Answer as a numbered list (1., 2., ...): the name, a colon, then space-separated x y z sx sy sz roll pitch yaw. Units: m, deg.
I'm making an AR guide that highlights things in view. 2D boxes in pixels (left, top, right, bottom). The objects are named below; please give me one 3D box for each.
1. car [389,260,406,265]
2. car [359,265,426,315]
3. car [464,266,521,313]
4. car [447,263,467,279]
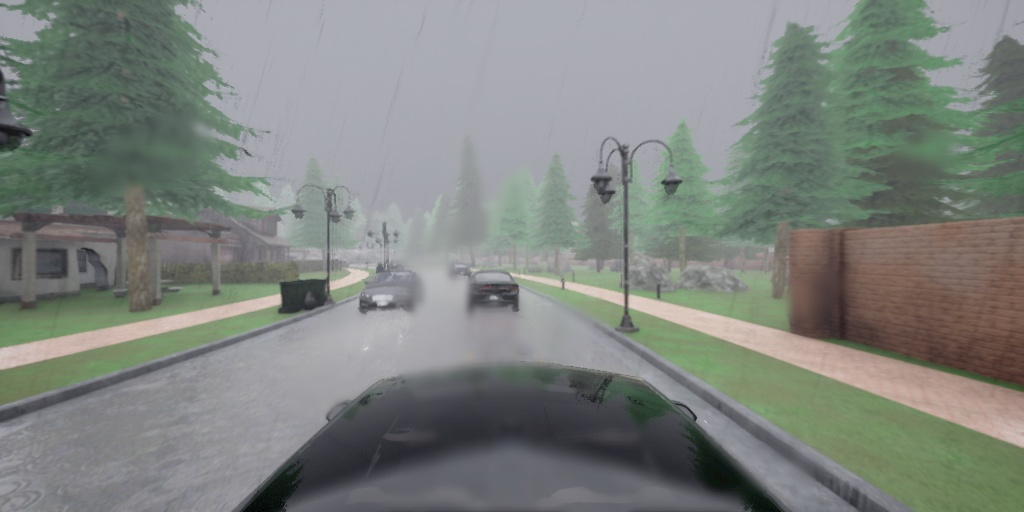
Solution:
1. car: -17.452 1.357 54.629 2.097 1.767 4.553 0 0 -28
2. car: -4.530 1.303 14.141 2.128 1.511 4.902 0 0 -7
3. car: -0.823 1.274 14.365 1.882 1.535 5.008 0 0 -6
4. car: -5.048 1.409 34.435 1.812 1.442 4.674 0 0 -16
